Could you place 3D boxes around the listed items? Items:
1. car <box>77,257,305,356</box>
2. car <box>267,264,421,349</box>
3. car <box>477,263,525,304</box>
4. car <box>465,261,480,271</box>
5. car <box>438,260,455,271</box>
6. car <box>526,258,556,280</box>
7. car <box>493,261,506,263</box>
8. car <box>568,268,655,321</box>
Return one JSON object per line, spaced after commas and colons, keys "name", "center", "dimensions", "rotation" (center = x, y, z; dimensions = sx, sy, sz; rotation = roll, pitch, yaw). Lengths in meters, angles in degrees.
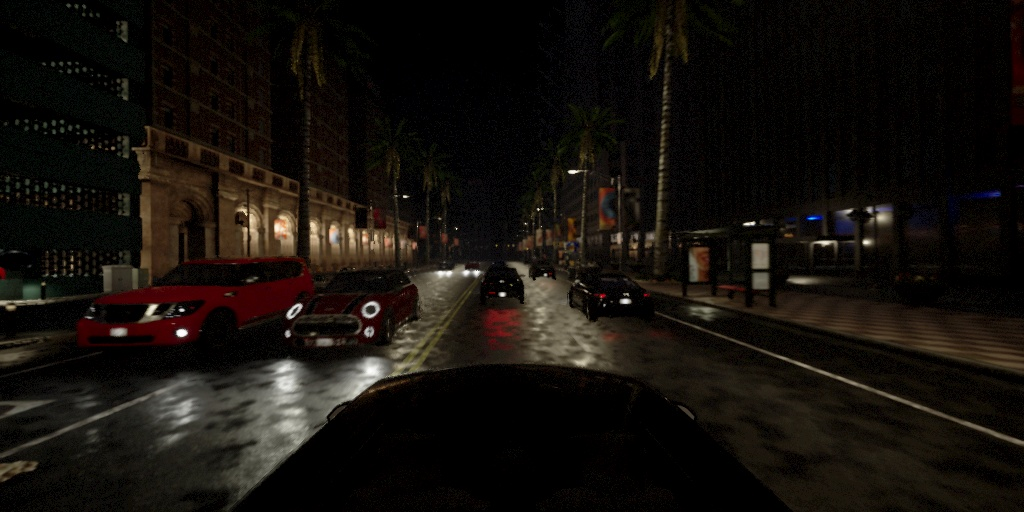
{"name": "car", "center": [-7.352, 1.048, 9.357], "dimensions": [2.150, 2.045, 5.566], "rotation": [-1, 0, -2]}
{"name": "car", "center": [-3.851, 1.138, 9.426], "dimensions": [2.097, 1.767, 4.553], "rotation": [-1, 0, -2]}
{"name": "car", "center": [-0.462, 1.245, 16.398], "dimensions": [1.837, 1.490, 4.892], "rotation": [-1, 0, -2]}
{"name": "car", "center": [-5.577, 1.363, 50.539], "dimensions": [1.895, 1.301, 4.718], "rotation": [-1, 0, -2]}
{"name": "car", "center": [-9.048, 1.295, 49.829], "dimensions": [2.128, 1.511, 4.902], "rotation": [-1, 0, -2]}
{"name": "car", "center": [2.478, 1.197, 30.015], "dimensions": [1.837, 1.490, 4.892], "rotation": [-1, 0, -2]}
{"name": "car", "center": [-1.239, 1.254, 35.348], "dimensions": [1.812, 1.442, 4.674], "rotation": [-1, 0, -2]}
{"name": "car", "center": [3.181, 1.266, 12.241], "dimensions": [1.994, 1.385, 4.181], "rotation": [-1, 0, -2]}
